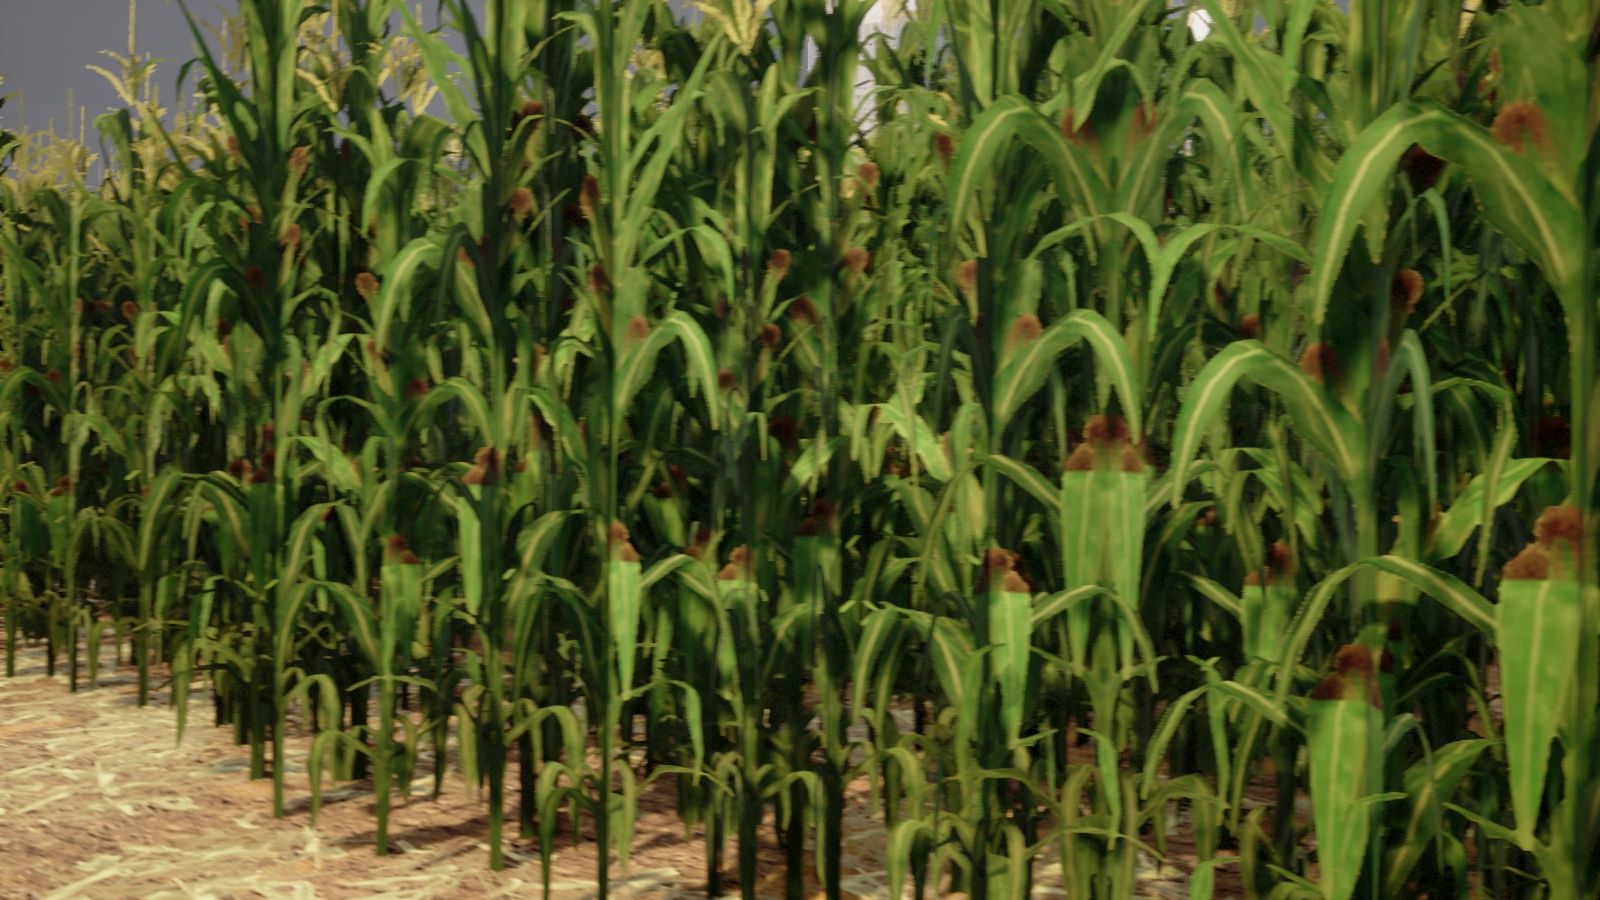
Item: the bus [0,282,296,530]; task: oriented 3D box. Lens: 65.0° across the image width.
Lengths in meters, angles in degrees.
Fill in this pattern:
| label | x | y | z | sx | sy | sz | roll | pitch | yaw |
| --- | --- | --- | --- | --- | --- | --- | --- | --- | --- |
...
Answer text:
| label | x | y | z | sx | sy | sz | roll | pitch | yaw |
| --- | --- | --- | --- | --- | --- | --- | --- | --- | --- |
| bus | -15.092 | -0.785 | 23.176 | 3.944 | 4.253 | 10.273 | 1 | 1 | 33 |
